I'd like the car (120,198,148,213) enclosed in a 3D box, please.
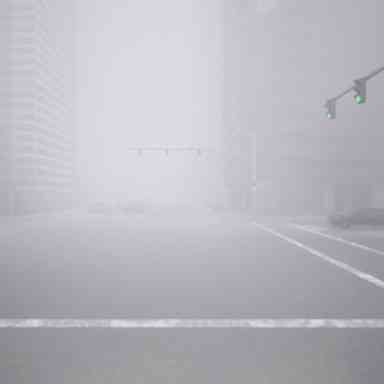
[{"bbox_3d":[-7.117,1.670,41.225,2.097,1.767,4.553,0,0,0],"label":"car"}]

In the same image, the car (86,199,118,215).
[{"bbox_3d":[-10.622,1.847,38.832,2.033,1.411,5.357,0,0,0],"label":"car"}]

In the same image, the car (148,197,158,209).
[{"bbox_3d":[-7.116,1.759,52.889,2.097,1.767,4.553,0,0,0],"label":"car"}]

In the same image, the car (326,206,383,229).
[{"bbox_3d":[11.636,1.702,22.705,4.674,1.442,1.812,0,0,1],"label":"car"}]

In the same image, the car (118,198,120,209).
[{"bbox_3d":[-10.626,1.746,50.694,2.097,1.767,4.553,0,-1,0],"label":"car"}]
